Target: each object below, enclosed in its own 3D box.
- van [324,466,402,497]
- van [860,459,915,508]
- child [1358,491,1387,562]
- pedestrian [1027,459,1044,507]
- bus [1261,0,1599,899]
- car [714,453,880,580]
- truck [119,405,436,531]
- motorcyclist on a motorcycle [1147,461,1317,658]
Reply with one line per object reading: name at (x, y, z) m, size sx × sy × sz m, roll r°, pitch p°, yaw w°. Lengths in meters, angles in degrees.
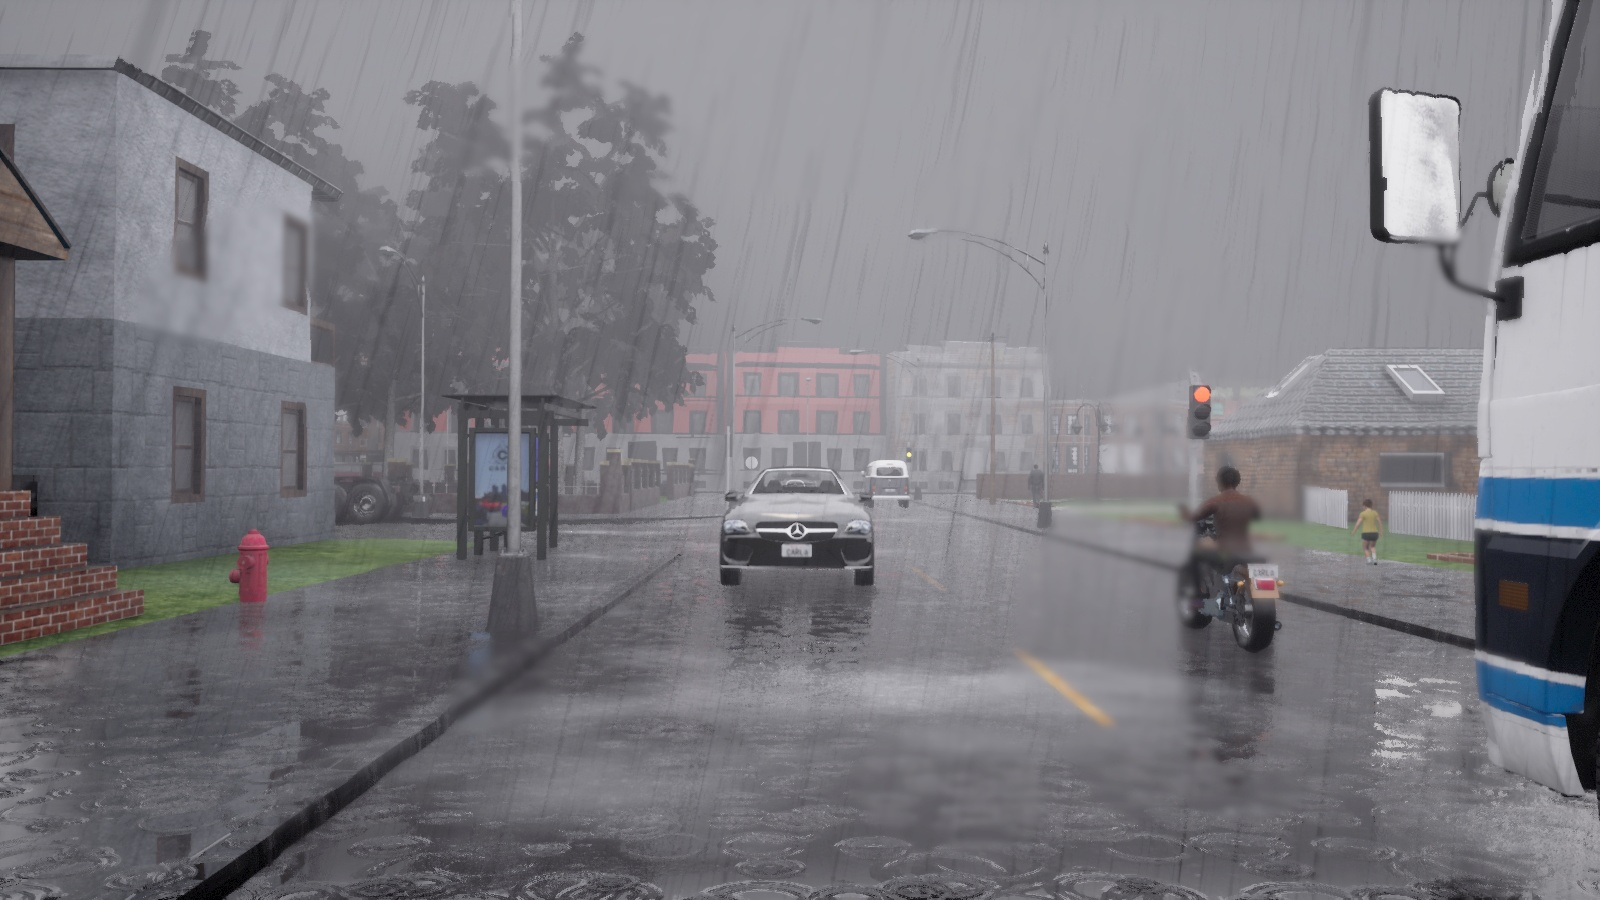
van at (-28.225, 2.041, 81.259) m, size 4.442 × 1.987 × 1.775 m, roll 0°, pitch -1°, yaw 0°
van at (3.810, 1.451, 55.389) m, size 2.069 × 2.038 × 4.480 m, roll 0°, pitch -1°, yaw 0°
child at (9.034, 1.200, 19.830) m, size 0.255 × 1.110 × 0.394 m, roll 0°, pitch -1°, yaw -2°
pedestrian at (9.404, 1.316, 50.094) m, size 0.563 × 1.883 × 0.849 m, roll 0°, pitch -1°, yaw 4°
bus at (3.998, -0.572, 0.333) m, size 3.944 × 4.253 × 10.273 m, roll 0°, pitch -1°, yaw 0°
car at (-0.013, 0.909, 18.847) m, size 2.152 × 1.651 × 5.027 m, roll 0°, pitch -1°, yaw 1°
truck at (-14.878, 0.500, 36.276) m, size 7.936 × 3.462 × 2.891 m, roll 0°, pitch -1°, yaw -4°
motorcyclist on a motorcycle at (3.954, 0.946, 11.733) m, size 0.766 × 1.649 × 2.350 m, roll 0°, pitch -1°, yaw 0°
